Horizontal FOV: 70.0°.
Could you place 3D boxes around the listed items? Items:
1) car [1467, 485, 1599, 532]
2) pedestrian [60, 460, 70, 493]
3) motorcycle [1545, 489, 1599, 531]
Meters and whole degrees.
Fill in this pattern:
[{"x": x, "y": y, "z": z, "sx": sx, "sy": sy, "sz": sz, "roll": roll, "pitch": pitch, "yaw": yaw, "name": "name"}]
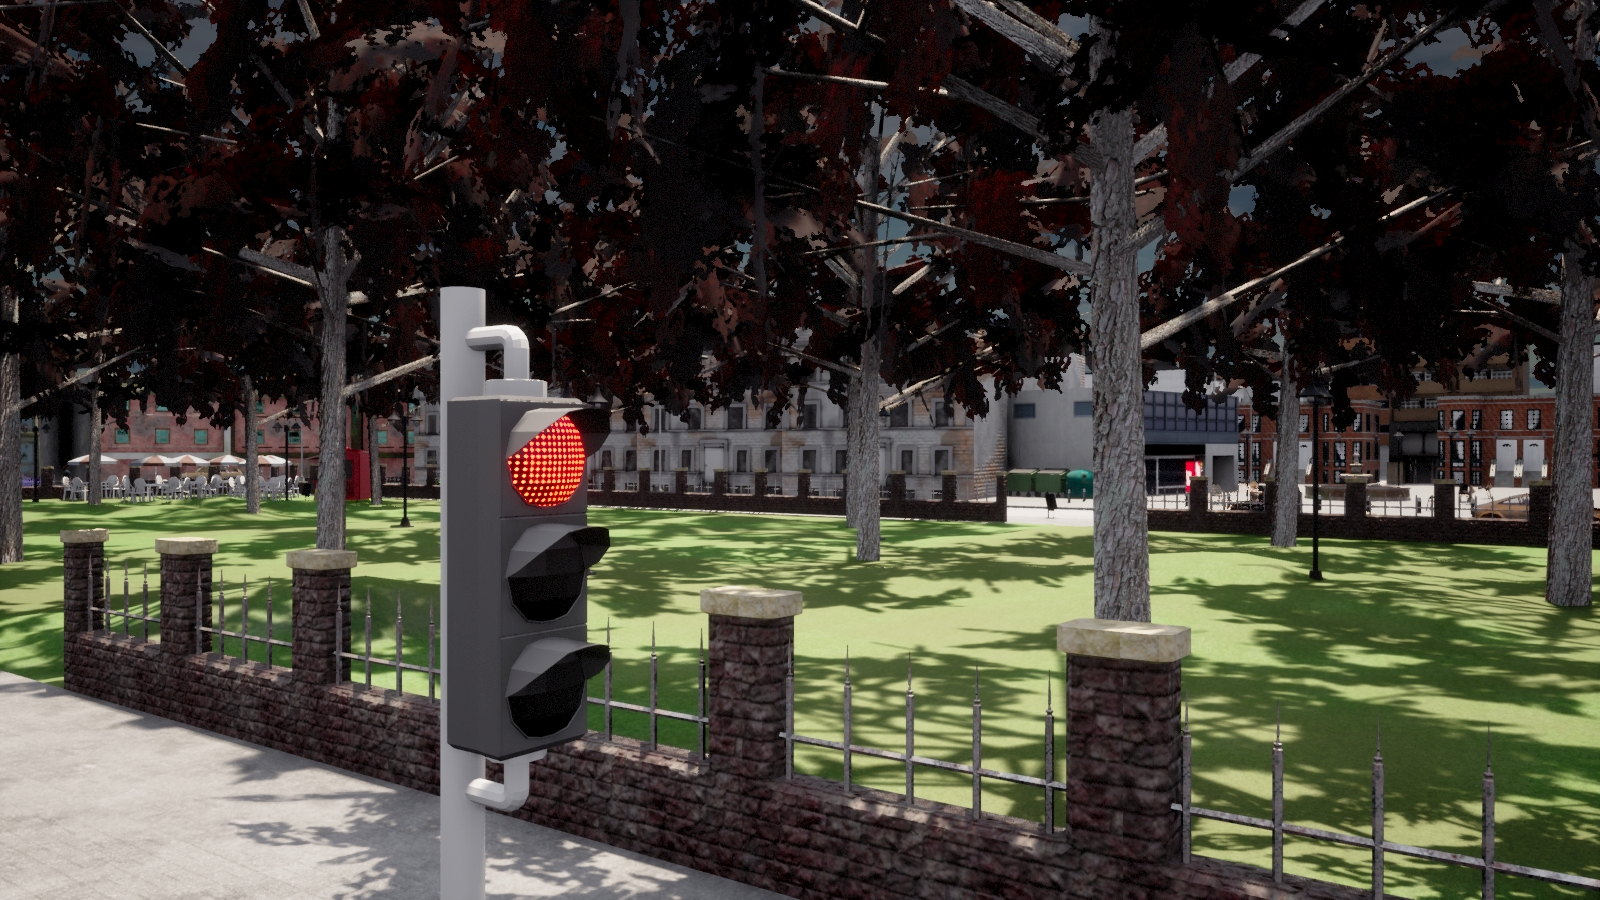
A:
[{"x": 24.491, "y": 1.899, "z": 37.604, "sx": 4.181, "sy": 1.385, "sz": 1.994, "roll": 0, "pitch": 0, "yaw": 37, "name": "car"}, {"x": -42.434, "y": 1.525, "z": 65.953, "sx": 0.375, "sy": 1.860, "sz": 0.375, "roll": 0, "pitch": 0, "yaw": 34, "name": "pedestrian"}, {"x": 25.489, "y": 1.950, "z": 36.881, "sx": 2.356, "sy": 1.277, "sz": 0.764, "roll": 0, "pitch": 0, "yaw": 36, "name": "motorcycle"}]
